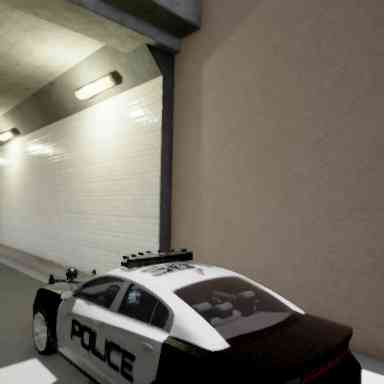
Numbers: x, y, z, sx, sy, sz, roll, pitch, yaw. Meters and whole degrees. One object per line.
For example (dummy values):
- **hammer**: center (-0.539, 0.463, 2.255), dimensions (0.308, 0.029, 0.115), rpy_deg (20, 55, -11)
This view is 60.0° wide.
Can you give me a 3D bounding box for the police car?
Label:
- **police car**: center (-0.576, 1.632, 4.572), dimensions (1.930, 1.638, 5.238), rpy_deg (3, -4, -44)
